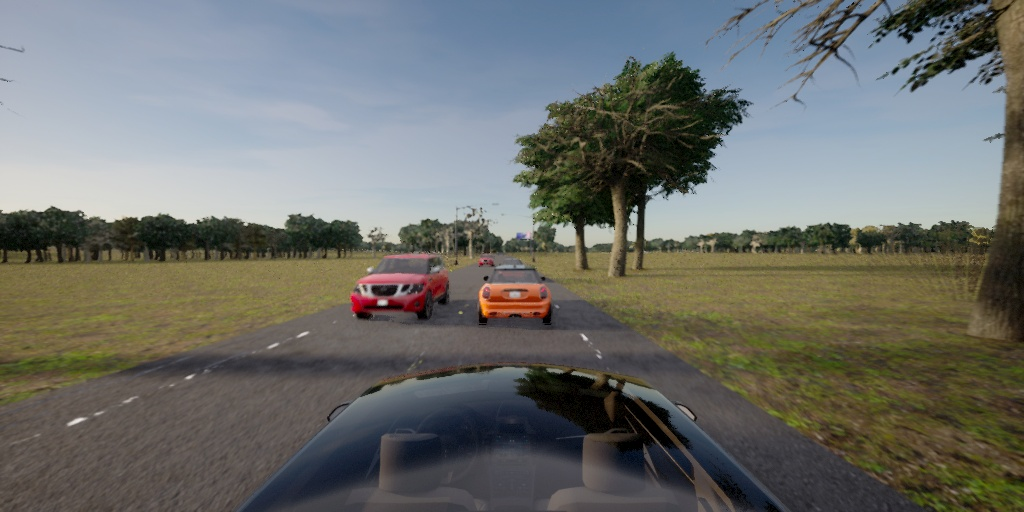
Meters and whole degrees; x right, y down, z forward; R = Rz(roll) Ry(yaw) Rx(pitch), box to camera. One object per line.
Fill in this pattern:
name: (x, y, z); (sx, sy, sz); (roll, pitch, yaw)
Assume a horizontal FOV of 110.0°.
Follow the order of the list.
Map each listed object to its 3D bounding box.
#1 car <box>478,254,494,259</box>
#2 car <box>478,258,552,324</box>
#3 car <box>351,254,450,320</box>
car: (-3.966, 0.658, 55.629); (2.150, 2.045, 5.566); (0, 1, 0)
car: (0.078, 1.065, 11.923); (2.097, 1.767, 4.553); (0, 0, 0)
car: (-3.622, 0.931, 12.780); (2.150, 2.045, 5.566); (0, 0, 0)
